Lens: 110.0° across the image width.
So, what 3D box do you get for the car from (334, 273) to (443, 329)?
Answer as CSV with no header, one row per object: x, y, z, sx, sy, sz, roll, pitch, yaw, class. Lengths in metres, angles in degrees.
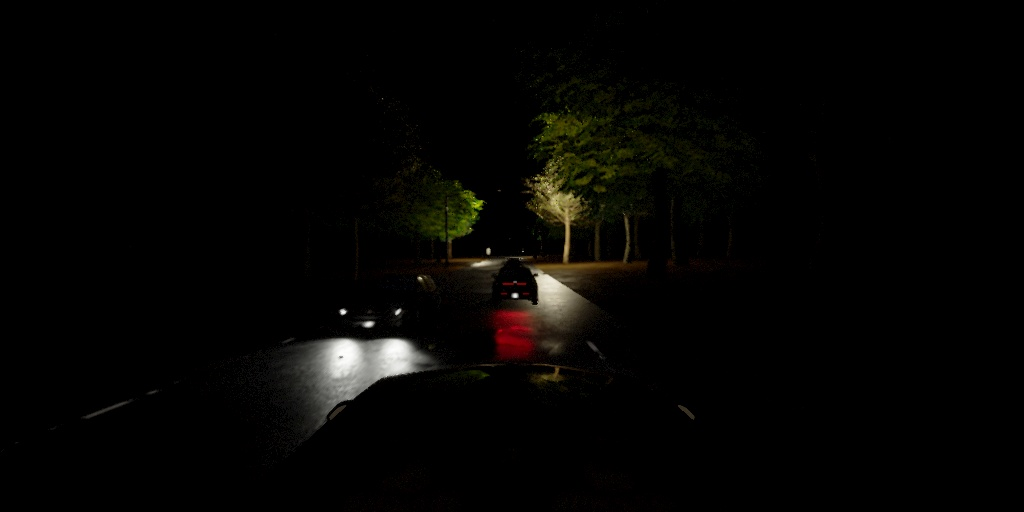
-3.476,1.264,11.359,2.033,1.411,5.357,0,0,0,car

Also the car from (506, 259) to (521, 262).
0.181,1.036,33.730,1.837,1.490,4.892,0,1,0,car

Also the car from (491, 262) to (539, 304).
0.127,1.195,15.849,1.837,1.490,4.892,0,1,0,car
